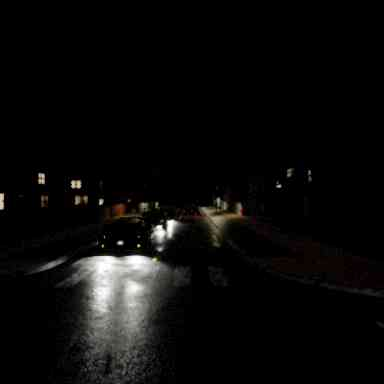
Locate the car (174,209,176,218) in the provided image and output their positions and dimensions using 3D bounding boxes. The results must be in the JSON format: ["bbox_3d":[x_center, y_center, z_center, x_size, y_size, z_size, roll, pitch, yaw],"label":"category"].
[{"bbox_3d":[-2.842,2.204,37.148,2.128,1.511,4.902,0,-1,0],"label":"car"}]

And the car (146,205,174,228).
[{"bbox_3d":[-2.851,2.055,26.683,2.033,1.411,5.357,0,-1,0],"label":"car"}]

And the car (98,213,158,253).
[{"bbox_3d":[-2.856,1.862,15.190,1.994,1.385,4.181,0,-1,-1],"label":"car"}]

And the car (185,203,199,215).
[{"bbox_3d":[-0.005,2.391,47.399,1.882,1.535,5.008,0,-1,0],"label":"car"}]

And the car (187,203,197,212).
[{"bbox_3d":[-0.003,2.670,57.815,1.812,1.442,4.674,0,-1,0],"label":"car"}]
